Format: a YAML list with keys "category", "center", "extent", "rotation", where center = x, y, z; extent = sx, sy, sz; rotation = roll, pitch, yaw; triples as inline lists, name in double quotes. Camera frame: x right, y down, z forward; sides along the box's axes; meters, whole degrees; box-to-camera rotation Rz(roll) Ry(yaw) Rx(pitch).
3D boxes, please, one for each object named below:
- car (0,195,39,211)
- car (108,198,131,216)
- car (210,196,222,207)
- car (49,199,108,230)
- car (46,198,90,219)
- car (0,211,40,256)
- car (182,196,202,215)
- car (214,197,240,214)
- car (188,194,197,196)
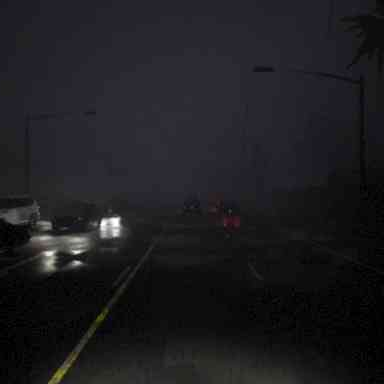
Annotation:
- category: "car"
  center: [-10.535, 1.197, 18.412]
  extent: [2.150, 2.045, 5.566]
  rotation: [0, 0, 0]
- category: "car"
  center: [-7.032, 1.364, 31.187]
  extent: [2.128, 1.511, 4.902]
  rotation: [0, 1, 1]
- category: "car"
  center: [3.557, 1.259, 45.947]
  extent: [1.812, 1.442, 4.674]
  rotation: [0, 0, 1]
- category: "car"
  center: [-7.022, 1.435, 20.793]
  extent: [1.882, 1.535, 5.008]
  rotation: [0, 0, 0]
- category: "car"
  center: [-10.526, 1.375, 28.684]
  extent: [1.882, 1.535, 5.008]
  rotation: [0, 1, 0]
- category: "car"
  center: [-7.080, 1.553, 10.427]
  extent: [2.033, 1.411, 5.357]
  rotation: [0, 0, 1]
- category: "car"
  center: [0.016, 1.407, 32.032]
  extent: [2.033, 1.411, 5.357]
  rotation: [0, 1, 0]
- category: "car"
  center: [3.520, 1.450, 32.846]
  extent: [1.895, 1.301, 4.718]
  rotation: [0, 1, 0]
- category: "car"
  center: [0.059, 1.088, 45.953]
  extent: [2.097, 1.767, 4.553]
  rotation: [0, 1, 1]
